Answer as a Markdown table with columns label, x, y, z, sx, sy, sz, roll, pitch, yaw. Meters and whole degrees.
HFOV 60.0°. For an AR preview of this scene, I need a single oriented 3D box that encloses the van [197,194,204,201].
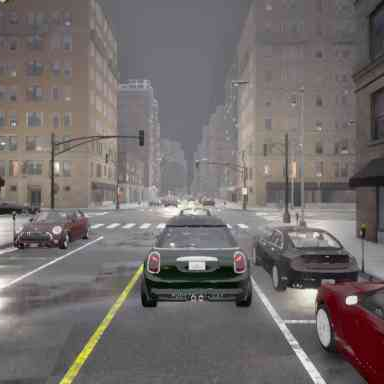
| label | x | y | z | sx | sy | sz | roll | pitch | yaw |
| --- | --- | --- | --- | --- | --- | --- | --- | --- | --- |
| van | 2.396 | 1.503 | 91.220 | 1.690 | 1.788 | 3.998 | 0 | 0 | 0 |

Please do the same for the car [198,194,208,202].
| label | x | y | z | sx | sy | sz | roll | pitch | yaw |
| --- | --- | --- | --- | --- | --- | --- | --- | --- | --- |
| car | 2.588 | 1.594 | 63.855 | 1.752 | 1.417 | 4.829 | 0 | 0 | 0 |

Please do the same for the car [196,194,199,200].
| label | x | y | z | sx | sy | sz | roll | pitch | yaw |
| --- | --- | --- | --- | --- | --- | --- | --- | --- | --- |
| car | 2.551 | 1.398 | 69.192 | 2.192 | 1.841 | 5.009 | 0 | 0 | 0 |

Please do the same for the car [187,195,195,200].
| label | x | y | z | sx | sy | sz | roll | pitch | yaw |
| --- | --- | --- | --- | --- | --- | --- | --- | --- | --- |
| car | -0.269 | 1.542 | 90.149 | 1.994 | 1.385 | 4.181 | 0 | 0 | 0 |

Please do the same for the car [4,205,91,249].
| label | x | y | z | sx | sy | sz | roll | pitch | yaw |
| --- | --- | --- | --- | --- | --- | --- | --- | --- | --- |
| car | -5.816 | 1.445 | 14.252 | 1.967 | 1.590 | 4.097 | 0 | 0 | 0 |

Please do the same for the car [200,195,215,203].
| label | x | y | z | sx | sy | sz | roll | pitch | yaw |
| --- | --- | --- | --- | --- | --- | --- | --- | --- | --- |
| car | 2.667 | 1.590 | 52.671 | 1.887 | 1.381 | 4.507 | 0 | 0 | 0 |

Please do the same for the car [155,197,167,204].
| label | x | y | z | sx | sy | sz | roll | pitch | yaw |
| --- | --- | --- | --- | --- | --- | --- | --- | --- | --- |
| car | -5.936 | 1.613 | 63.630 | 1.887 | 1.381 | 4.507 | 0 | 0 | 0 |

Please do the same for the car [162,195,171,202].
| label | x | y | z | sx | sy | sz | roll | pitch | yaw |
| --- | --- | --- | --- | --- | --- | --- | --- | --- | --- |
| car | -6.052 | 1.558 | 80.154 | 1.967 | 1.590 | 4.097 | 0 | 0 | 0 |

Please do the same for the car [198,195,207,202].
| label | x | y | z | sx | sy | sz | roll | pitch | yaw |
| --- | --- | --- | --- | --- | --- | --- | --- | --- | --- |
| car | 2.473 | 1.559 | 80.205 | 1.967 | 1.590 | 4.097 | 0 | 0 | 0 |

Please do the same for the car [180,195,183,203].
| label | x | y | z | sx | sy | sz | roll | pitch | yaw |
| --- | --- | --- | --- | --- | --- | --- | --- | --- | --- |
| car | -3.131 | 1.661 | 60.106 | 1.895 | 1.301 | 4.718 | 0 | 0 | 0 |

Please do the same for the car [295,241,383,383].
| label | x | y | z | sx | sy | sz | roll | pitch | yaw |
| --- | --- | --- | --- | --- | --- | --- | --- | --- | --- |
| car | 2.683 | 1.545 | 3.252 | 1.887 | 1.381 | 4.507 | 0 | 0 | 0 |

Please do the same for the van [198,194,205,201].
| label | x | y | z | sx | sy | sz | roll | pitch | yaw |
| --- | --- | --- | --- | --- | --- | --- | --- | --- | --- |
| van | 2.435 | 1.480 | 85.714 | 1.690 | 1.788 | 3.998 | 0 | 0 | 0 |

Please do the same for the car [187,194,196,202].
| label | x | y | z | sx | sy | sz | roll | pitch | yaw |
| --- | --- | --- | --- | --- | --- | --- | --- | --- | --- |
| car | -0.198 | 1.706 | 80.174 | 1.895 | 1.301 | 4.718 | 0 | 0 | 0 |

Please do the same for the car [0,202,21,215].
| label | x | y | z | sx | sy | sz | roll | pitch | yaw |
| --- | --- | --- | --- | --- | --- | --- | --- | --- | --- |
| car | -16.318 | 1.531 | 30.289 | 4.718 | 1.301 | 1.895 | 0 | 0 | 0 |

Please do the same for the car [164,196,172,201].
| label | x | y | z | sx | sy | sz | roll | pitch | yaw |
| --- | --- | --- | --- | --- | --- | --- | --- | --- | --- |
| car | -6.092 | 1.720 | 85.662 | 1.802 | 1.307 | 4.206 | 0 | 0 | 0 |

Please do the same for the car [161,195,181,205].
| label | x | y | z | sx | sy | sz | roll | pitch | yaw |
| --- | --- | --- | --- | --- | --- | --- | --- | --- | --- |
| car | -3.078 | 1.588 | 50.289 | 2.033 | 1.411 | 5.357 | 0 | 0 | -1 |

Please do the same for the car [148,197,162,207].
| label | x | y | z | sx | sy | sz | roll | pitch | yaw |
| --- | --- | --- | --- | --- | --- | --- | --- | --- | --- |
| car | -5.858 | 1.595 | 52.614 | 2.008 | 1.369 | 4.403 | 0 | 0 | 0 |

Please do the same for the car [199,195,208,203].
| label | x | y | z | sx | sy | sz | roll | pitch | yaw |
| --- | --- | --- | --- | --- | --- | --- | --- | --- | --- |
| car | 2.512 | 1.540 | 74.699 | 1.967 | 1.590 | 4.097 | 0 | 0 | 0 |

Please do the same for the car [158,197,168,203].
| label | x | y | z | sx | sy | sz | roll | pitch | yaw |
| --- | --- | --- | --- | --- | --- | --- | --- | --- | --- |
| car | -5.975 | 1.665 | 69.138 | 1.802 | 1.307 | 4.206 | 0 | 0 | 0 |

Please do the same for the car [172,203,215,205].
| label | x | y | z | sx | sy | sz | roll | pitch | yaw |
| --- | --- | --- | --- | --- | --- | --- | --- | --- | --- |
| car | 0.135 | 1.497 | 15.443 | 2.128 | 1.511 | 4.902 | 0 | 0 | 0 |

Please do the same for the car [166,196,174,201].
| label | x | y | z | sx | sy | sz | roll | pitch | yaw |
| --- | --- | --- | --- | --- | --- | --- | --- | --- | --- |
| car | -6.131 | 1.727 | 91.170 | 1.947 | 1.339 | 4.313 | 0 | 0 | 0 |

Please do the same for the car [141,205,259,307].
| label | x | y | z | sx | sy | sz | roll | pitch | yaw |
| --- | --- | --- | --- | --- | --- | --- | --- | --- | --- |
| car | 0.068 | 1.354 | 8.135 | 2.097 | 1.767 | 4.553 | 0 | 0 | -1 |

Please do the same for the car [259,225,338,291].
| label | x | y | z | sx | sy | sz | roll | pitch | yaw |
| --- | --- | --- | --- | --- | --- | --- | --- | --- | --- |
| car | 2.696 | 1.553 | 8.744 | 2.008 | 1.369 | 4.403 | 0 | 0 | 0 |
